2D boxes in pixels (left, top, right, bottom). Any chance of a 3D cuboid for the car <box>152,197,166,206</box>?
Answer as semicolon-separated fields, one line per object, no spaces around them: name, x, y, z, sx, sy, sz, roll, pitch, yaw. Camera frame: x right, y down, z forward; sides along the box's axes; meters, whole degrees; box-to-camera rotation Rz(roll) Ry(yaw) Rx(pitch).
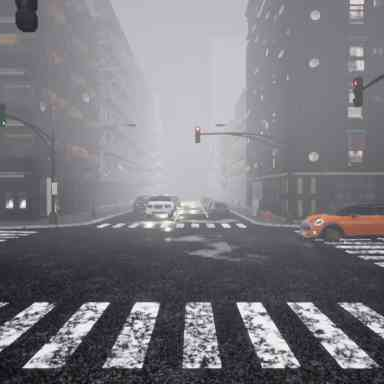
car;-5.241;1.563;53.605;1.802;1.307;4.206;-1;0;0

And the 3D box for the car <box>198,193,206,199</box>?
car;2.674;1.551;75.696;1.802;1.307;4.206;-1;0;0

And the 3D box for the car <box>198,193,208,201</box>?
car;2.679;1.280;81.235;2.192;1.841;5.009;-1;0;0

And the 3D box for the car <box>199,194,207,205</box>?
car;2.647;1.523;59.078;1.887;1.381;4.507;-1;0;0

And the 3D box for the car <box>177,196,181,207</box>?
car;-2.785;1.478;40.332;2.128;1.511;4.902;0;0;0

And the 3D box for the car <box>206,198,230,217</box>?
car;2.604;1.572;31.382;1.802;1.307;4.206;-1;0;0

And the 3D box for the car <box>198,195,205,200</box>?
car;2.700;1.539;92.313;1.802;1.307;4.206;-1;0;0

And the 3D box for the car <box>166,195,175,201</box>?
car;-5.199;1.491;81.120;1.752;1.417;4.829;-1;0;0

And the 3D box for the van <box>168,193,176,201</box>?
van;-5.192;1.302;86.828;1.690;1.788;3.998;-1;0;0

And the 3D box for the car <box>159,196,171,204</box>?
car;-5.224;1.557;64.679;1.802;1.307;4.206;-1;0;0

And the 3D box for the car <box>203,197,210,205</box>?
car;2.612;1.539;36.921;2.008;1.369;4.403;-1;0;0

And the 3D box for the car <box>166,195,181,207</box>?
car;-2.760;1.334;50.395;2.097;1.767;4.553;0;0;0

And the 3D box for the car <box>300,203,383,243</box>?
car;7.453;1.323;15.419;4.553;1.767;2.097;0;0;0

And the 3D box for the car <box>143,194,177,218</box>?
car;-2.808;1.212;30.382;2.150;2.045;5.566;0;0;0

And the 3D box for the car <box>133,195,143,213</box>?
car;-5.271;1.303;36.993;2.192;1.841;5.009;-1;0;0
